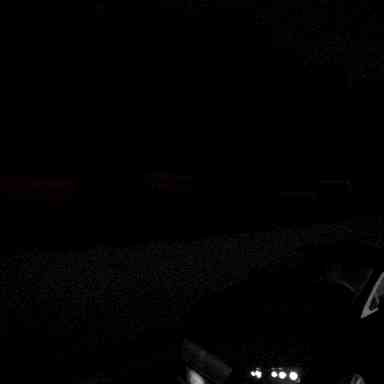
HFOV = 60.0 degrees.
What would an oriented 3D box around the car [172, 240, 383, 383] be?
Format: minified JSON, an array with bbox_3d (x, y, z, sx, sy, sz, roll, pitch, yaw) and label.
[{"bbox_3d":[2.055,1.479,4.474,4.902,1.511,2.128,0,0,-35],"label":"car"}]
